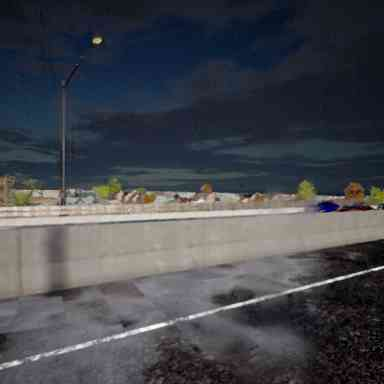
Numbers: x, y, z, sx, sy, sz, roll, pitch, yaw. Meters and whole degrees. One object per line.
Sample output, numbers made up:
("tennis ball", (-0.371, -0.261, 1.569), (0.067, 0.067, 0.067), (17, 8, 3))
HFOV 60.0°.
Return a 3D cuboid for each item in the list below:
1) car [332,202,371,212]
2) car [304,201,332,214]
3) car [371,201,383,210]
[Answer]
("car", (15.899, 1.707, 32.154), (4.181, 1.385, 1.994), (0, 0, -34))
("car", (13.849, 1.667, 34.993), (4.674, 1.442, 1.812), (0, 0, -34))
("car", (18.824, 1.371, 29.921), (5.566, 2.045, 2.150), (0, 0, -34))
